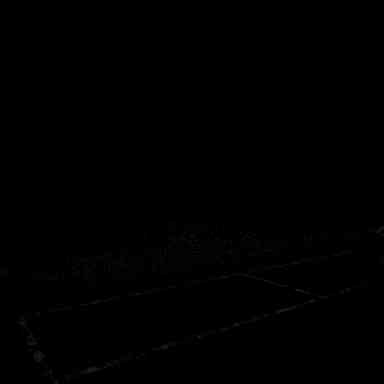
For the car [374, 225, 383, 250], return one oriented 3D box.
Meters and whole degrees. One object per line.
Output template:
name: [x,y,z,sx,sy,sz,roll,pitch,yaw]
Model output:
car: [8.882,1.438,12.969,4.097,1.590,1.967,0,-1,-35]
